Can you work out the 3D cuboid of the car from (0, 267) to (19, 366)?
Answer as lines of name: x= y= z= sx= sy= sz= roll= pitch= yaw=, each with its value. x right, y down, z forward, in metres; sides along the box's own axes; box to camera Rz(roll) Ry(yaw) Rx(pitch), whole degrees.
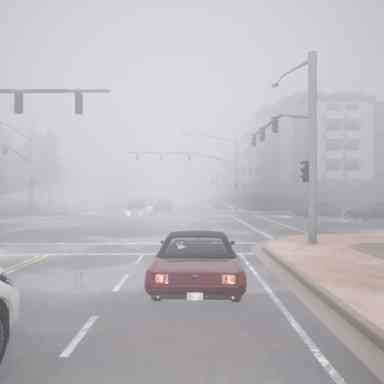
car: x=-3.454 y=1.221 z=2.178 sx=2.150 sy=2.045 sz=5.566 roll=0 pitch=0 yaw=1

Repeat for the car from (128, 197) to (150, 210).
car: x=-7.078 y=1.476 z=43.439 sx=1.882 sy=1.535 sz=5.008 roll=0 pitch=0 yaw=0

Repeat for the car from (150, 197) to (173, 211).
car: x=-3.420 y=1.563 z=39.885 sx=1.994 sy=1.385 sz=4.181 roll=0 pitch=0 yaw=1

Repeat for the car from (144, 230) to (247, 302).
car: x=0.133 y=1.601 z=8.234 sx=1.895 sy=1.301 sz=4.718 roll=0 pitch=0 yaw=2

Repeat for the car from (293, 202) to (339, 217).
car: x=11.360 y=1.563 z=30.287 sx=4.181 sy=1.385 sz=1.994 roll=0 pitch=0 yaw=-2

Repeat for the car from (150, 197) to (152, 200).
car: x=-7.075 y=1.490 z=53.344 sx=2.128 sy=1.511 sz=4.902 roll=0 pitch=0 yaw=0

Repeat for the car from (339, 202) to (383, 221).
car: x=15.286 y=1.547 z=26.998 sx=5.357 sy=1.411 sz=2.033 roll=0 pitch=0 yaw=-3
